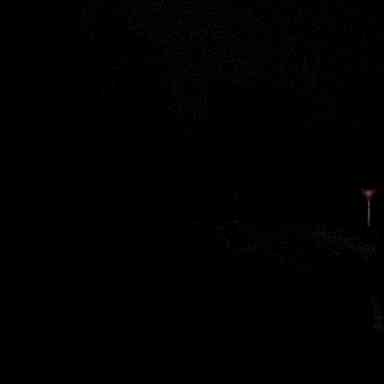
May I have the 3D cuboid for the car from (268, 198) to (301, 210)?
[{"bbox_3d":[13.207,1.612,47.755,2.097,1.767,4.553,0,0,-41],"label":"car"}]

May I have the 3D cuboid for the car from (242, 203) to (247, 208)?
[{"bbox_3d":[13.410,3.923,81.969,2.150,2.045,5.566,0,-5,11],"label":"car"}]

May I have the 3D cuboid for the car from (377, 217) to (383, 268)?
[{"bbox_3d":[6.064,1.258,7.987,2.150,2.045,5.566,0,0,22],"label":"car"}]
